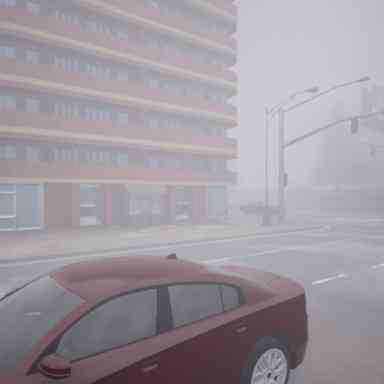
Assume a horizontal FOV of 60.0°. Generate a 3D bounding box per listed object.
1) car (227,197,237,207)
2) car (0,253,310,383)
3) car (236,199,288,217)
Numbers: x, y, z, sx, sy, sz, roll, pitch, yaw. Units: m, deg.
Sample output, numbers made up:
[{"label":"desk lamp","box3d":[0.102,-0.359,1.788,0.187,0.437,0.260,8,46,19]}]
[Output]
[{"label":"car","box3d":[5.675,1.526,51.815,1.812,1.442,4.674,0,0,-36]},{"label":"car","box3d":[-0.905,1.478,3.346,5.008,1.535,1.882,0,0,-36]},{"label":"car","box3d":[6.844,1.601,32.043,1.895,1.301,4.718,0,0,-36]}]
